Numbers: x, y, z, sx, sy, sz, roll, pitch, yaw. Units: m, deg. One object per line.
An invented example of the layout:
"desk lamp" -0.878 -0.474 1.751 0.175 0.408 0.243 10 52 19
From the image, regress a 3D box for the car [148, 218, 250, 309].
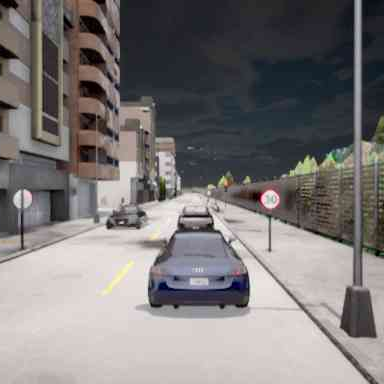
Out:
"car" 0.138 1.555 7.912 1.994 1.385 4.181 0 0 0

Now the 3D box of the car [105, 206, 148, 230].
"car" -3.945 1.540 20.679 1.994 1.385 4.181 0 0 1

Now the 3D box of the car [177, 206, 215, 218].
"car" 0.201 1.471 17.827 2.128 1.511 4.902 0 0 1
